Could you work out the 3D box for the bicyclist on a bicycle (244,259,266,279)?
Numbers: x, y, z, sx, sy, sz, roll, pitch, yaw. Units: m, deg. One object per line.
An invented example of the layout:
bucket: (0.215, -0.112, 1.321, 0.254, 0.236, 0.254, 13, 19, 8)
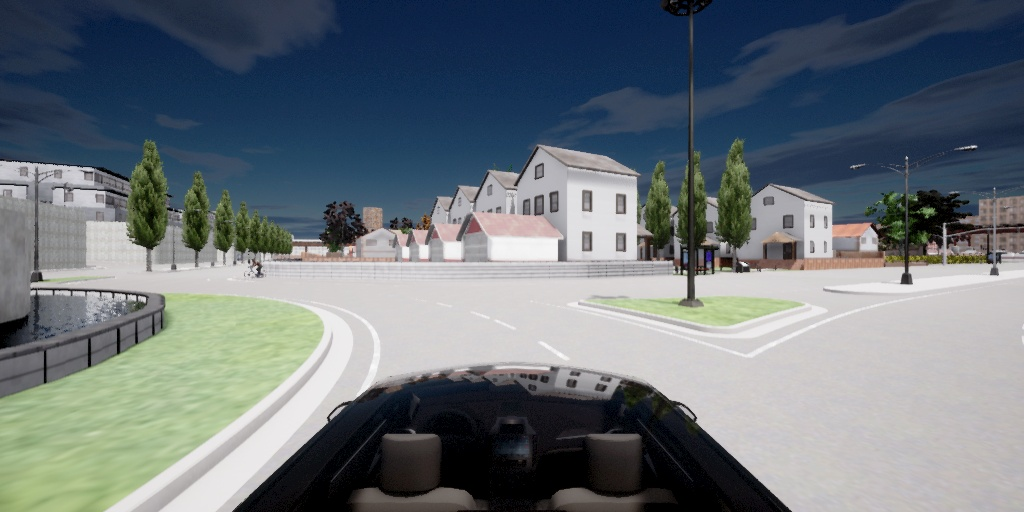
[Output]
bicyclist on a bicycle: (-20.907, 1.044, 29.229, 0.582, 1.620, 1.656, 0, 0, 30)
